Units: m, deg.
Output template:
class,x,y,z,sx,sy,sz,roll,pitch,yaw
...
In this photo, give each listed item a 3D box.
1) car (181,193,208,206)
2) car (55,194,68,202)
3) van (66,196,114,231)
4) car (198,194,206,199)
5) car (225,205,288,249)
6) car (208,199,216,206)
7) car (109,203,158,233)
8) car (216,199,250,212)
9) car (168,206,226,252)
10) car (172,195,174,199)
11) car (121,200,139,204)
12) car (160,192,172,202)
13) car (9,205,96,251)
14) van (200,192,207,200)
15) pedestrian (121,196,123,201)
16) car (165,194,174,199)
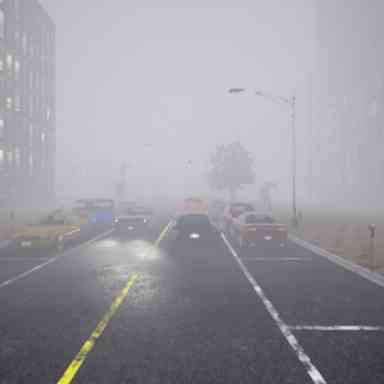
class,x,y,z,sx,sy,sz,roll,pitch,yaw
car,0.097,1.210,30.724,2.097,1.767,4.553,0,0,0
car,-22.811,1.072,57.542,4.206,1.307,1.802,1,-1,-1
van,-5.685,1.250,19.523,1.690,1.788,3.998,0,0,0
car,2.697,1.131,90.824,2.008,1.369,4.403,0,0,0
car,2.694,1.479,13.985,1.887,1.381,4.507,0,0,0
car,2.695,1.398,36.142,1.947,1.339,4.313,0,0,0
car,-3.101,1.512,18.986,1.895,1.301,4.718,0,0,0
car,2.695,1.349,19.523,1.967,1.590,4.097,0,0,0
car,0.095,1.499,13.642,1.994,1.385,4.181,0,0,0
car,-5.683,0.972,74.167,2.192,1.841,5.009,0,0,0
car,-5.685,1.424,30.602,1.947,1.339,4.313,0,0,0
car,-5.684,1.264,68.618,1.802,1.307,4.206,0,0,0
car,-5.686,1.461,13.815,1.752,1.417,4.829,0,0,0
van,2.698,0.972,79.721,1.690,1.788,3.998,0,0,0
pedestrian,-12.747,1.036,60.620,0.375,1.300,0.375,0,-1,-1
car,-5.683,1.156,85.271,2.008,1.369,4.403,0,0,0
